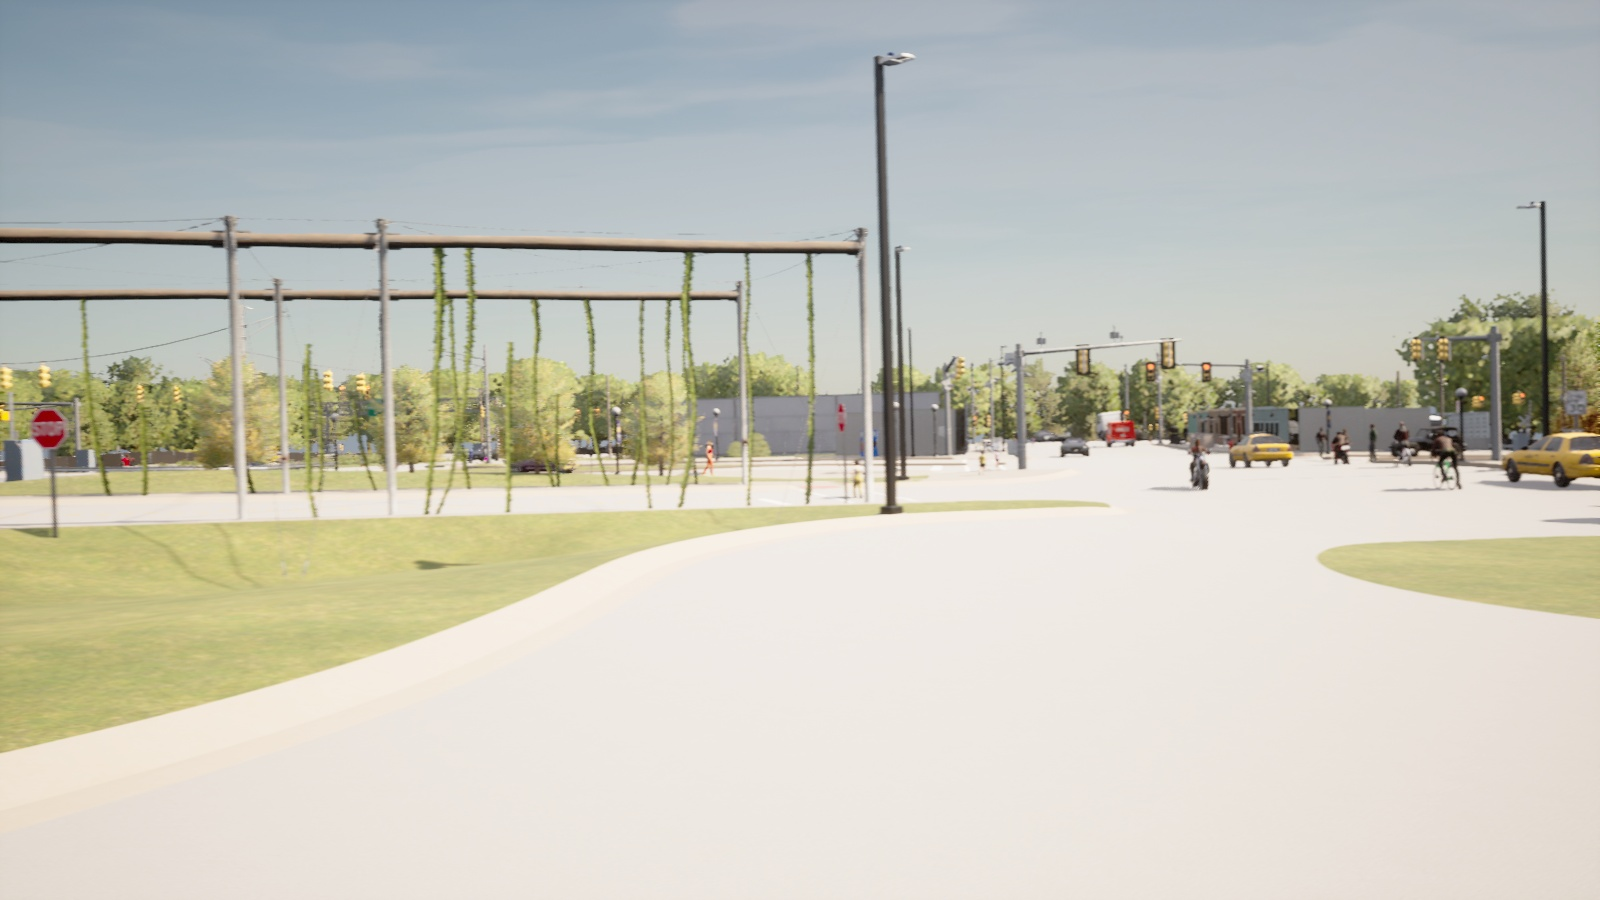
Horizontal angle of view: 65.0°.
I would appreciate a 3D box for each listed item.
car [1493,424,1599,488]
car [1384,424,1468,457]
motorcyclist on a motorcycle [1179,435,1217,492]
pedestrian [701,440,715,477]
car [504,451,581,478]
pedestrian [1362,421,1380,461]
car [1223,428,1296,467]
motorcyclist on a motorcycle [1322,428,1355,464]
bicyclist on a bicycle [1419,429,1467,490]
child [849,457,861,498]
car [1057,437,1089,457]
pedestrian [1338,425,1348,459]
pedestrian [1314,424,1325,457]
[{"bbox_3d":[21.396,0.094,34.908,1.801,1.575,5.366,-2,1,7],"label":"car"},{"bbox_3d":[36.118,-0.567,72.511,3.866,1.878,1.905,0,1,3],"label":"car"},{"bbox_3d":[12.523,0.403,39.559,0.766,1.649,2.350,-2,2,9],"label":"motorcyclist on a motorcycle"},{"bbox_3d":[-4.696,0.442,64.040,0.594,1.836,0.345,-2,1,4],"label":"pedestrian"},{"bbox_3d":[-15.551,0.857,75.819,4.193,1.474,1.816,-1,1,3],"label":"car"},{"bbox_3d":[26.848,-0.421,59.034,0.614,1.847,0.353,-2,1,3],"label":"pedestrian"},{"bbox_3d":[20.243,-0.105,55.498,1.801,1.575,5.366,-2,0,7],"label":"car"},{"bbox_3d":[24.014,-0.172,56.016,0.797,1.523,2.044,-2,0,9],"label":"motorcyclist on a motorcycle"},{"bbox_3d":[17.752,0.242,34.711,0.582,1.620,1.656,-2,0,7],"label":"bicyclist on a bicycle"},{"bbox_3d":[1.719,0.855,39.117,0.270,1.263,0.437,-2,1,-7],"label":"child"},{"bbox_3d":[20.134,-0.239,92.794,1.994,1.385,4.181,-2,1,9],"label":"car"},{"bbox_3d":[29.633,-0.429,68.489,0.331,1.846,0.634,-2,1,9],"label":"pedestrian"},{"bbox_3d":[30.396,-0.557,73.454,0.402,1.930,0.666,-2,1,9],"label":"pedestrian"}]
